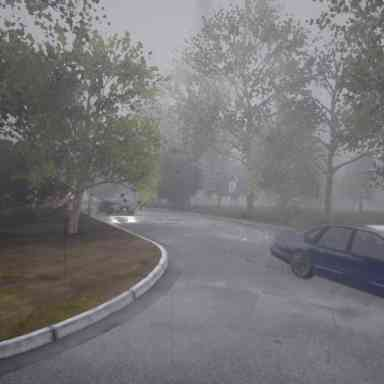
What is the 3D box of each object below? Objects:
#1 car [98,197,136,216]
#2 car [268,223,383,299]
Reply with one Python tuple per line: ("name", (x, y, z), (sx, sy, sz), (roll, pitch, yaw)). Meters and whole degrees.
("car", (-5.874, 1.059, 25.855), (1.994, 1.385, 4.181), (1, 0, -30))
("car", (3.971, 1.430, 7.098), (2.033, 1.411, 5.357), (1, 2, -27))
